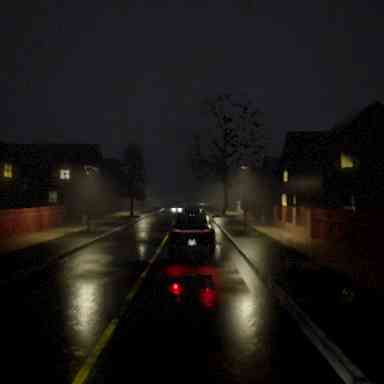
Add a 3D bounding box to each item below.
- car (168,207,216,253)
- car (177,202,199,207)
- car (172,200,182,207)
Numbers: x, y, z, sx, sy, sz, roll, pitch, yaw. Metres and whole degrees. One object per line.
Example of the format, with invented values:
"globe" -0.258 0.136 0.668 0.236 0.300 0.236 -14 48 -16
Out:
"car" 0.007 1.642 14.346 2.128 1.511 4.902 0 -1 0
"car" 0.012 1.881 29.368 1.994 1.385 4.181 0 -1 0
"car" -2.749 2.222 62.559 2.128 1.511 4.902 0 -1 0
